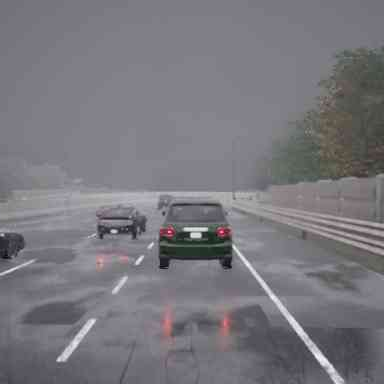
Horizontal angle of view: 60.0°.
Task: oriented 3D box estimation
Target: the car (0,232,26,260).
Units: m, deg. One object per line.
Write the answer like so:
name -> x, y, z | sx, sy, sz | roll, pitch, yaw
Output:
car -> -6.900, 1.570, 9.508 | 2.033, 1.411, 5.357 | 0, 0, 0

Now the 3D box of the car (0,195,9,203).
car -> -21.015, 1.347, 33.950 | 2.150, 2.045, 5.566 | 0, -1, 1

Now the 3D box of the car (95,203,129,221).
car -> -6.897, 1.703, 29.127 | 1.895, 1.301, 4.718 | 0, 0, 0

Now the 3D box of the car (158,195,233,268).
car -> 0.101, 1.253, 11.529 | 2.150, 2.045, 5.566 | 0, 0, 0

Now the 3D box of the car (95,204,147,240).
car -> -3.499, 1.546, 17.346 | 2.128, 1.511, 4.902 | 0, 0, 0

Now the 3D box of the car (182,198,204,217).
car -> 0.103, 1.474, 33.902 | 2.097, 1.767, 4.553 | 0, 0, 0
